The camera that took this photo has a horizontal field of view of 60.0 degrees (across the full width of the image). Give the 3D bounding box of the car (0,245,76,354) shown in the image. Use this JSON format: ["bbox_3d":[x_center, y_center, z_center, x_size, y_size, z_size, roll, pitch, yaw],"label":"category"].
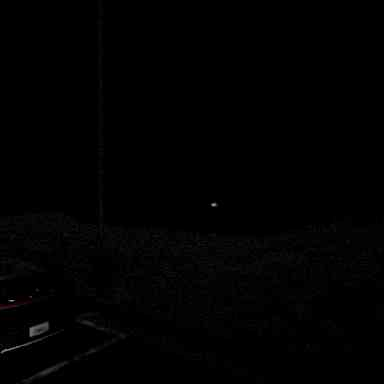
[{"bbox_3d":[-3.792,1.595,5.671,4.403,1.369,2.008,0,0,36],"label":"car"}]
